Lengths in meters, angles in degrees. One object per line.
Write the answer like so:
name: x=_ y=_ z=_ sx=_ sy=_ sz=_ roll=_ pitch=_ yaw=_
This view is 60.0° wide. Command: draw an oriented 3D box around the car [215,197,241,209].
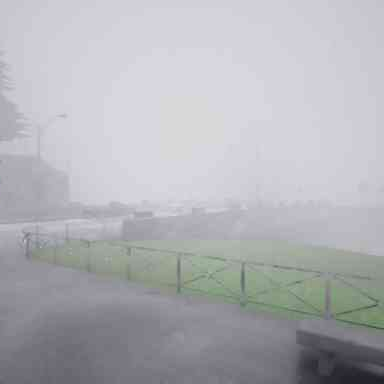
car: x=4.903 y=1.503 z=45.432 sx=2.128 sy=1.511 sz=4.902 roll=0 pitch=0 yaw=36

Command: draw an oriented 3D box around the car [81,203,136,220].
car: x=-7.118 y=1.613 z=28.591 sx=1.895 sy=1.301 sz=4.718 roll=0 pitch=0 yaw=35

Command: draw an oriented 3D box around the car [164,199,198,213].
car: x=-1.153 y=1.537 z=36.955 sx=1.812 sy=1.442 sz=4.674 roll=0 pitch=0 yaw=35

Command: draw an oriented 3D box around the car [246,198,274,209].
car: x=9.037 y=1.557 z=44.028 sx=2.033 sy=1.411 sz=5.357 roll=0 pitch=0 yaw=35
